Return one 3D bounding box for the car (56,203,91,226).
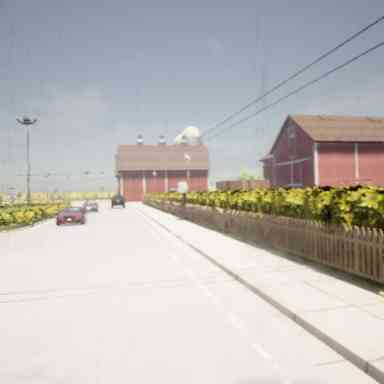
[{"bbox_3d":[-9.405,1.841,26.208,1.994,1.385,4.181,-2,0,-13],"label":"car"}]

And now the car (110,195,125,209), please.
[{"bbox_3d":[-12.072,1.595,54.262,2.150,2.045,5.566,-2,0,-13],"label":"car"}]

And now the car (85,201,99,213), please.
[{"bbox_3d":[-13.245,1.889,43.596,2.128,1.511,4.902,-2,0,-13],"label":"car"}]
